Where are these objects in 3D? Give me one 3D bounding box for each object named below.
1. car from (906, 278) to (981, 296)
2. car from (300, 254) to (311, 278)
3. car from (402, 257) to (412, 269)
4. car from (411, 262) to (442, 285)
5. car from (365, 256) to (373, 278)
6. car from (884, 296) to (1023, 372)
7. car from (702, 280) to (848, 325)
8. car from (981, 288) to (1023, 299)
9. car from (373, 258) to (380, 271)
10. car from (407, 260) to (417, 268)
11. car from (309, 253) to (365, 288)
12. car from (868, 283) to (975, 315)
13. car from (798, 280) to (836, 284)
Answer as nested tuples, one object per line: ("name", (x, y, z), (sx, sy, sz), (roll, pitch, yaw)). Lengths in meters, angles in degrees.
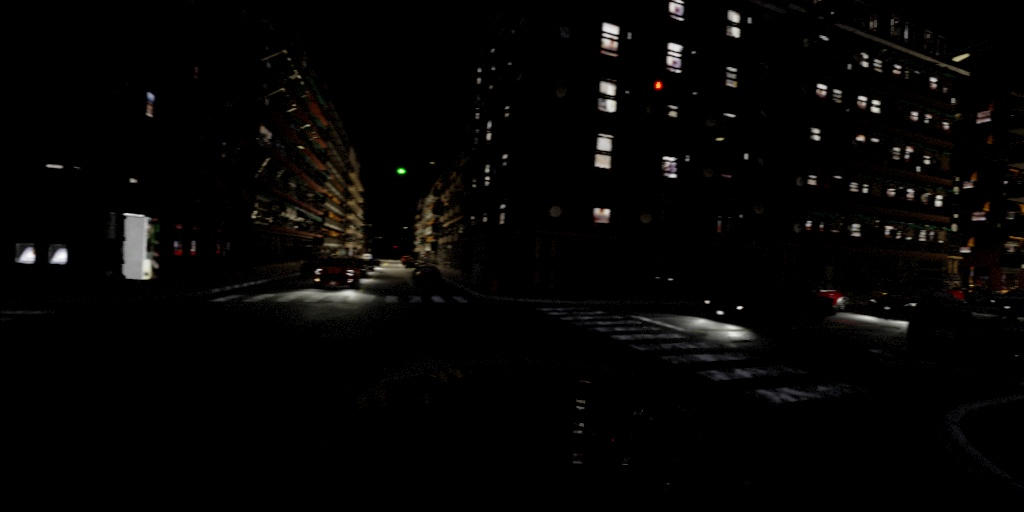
("car", (25.521, 2.281, 21.950), (5.009, 1.841, 2.192), (0, 0, -19))
("car", (-15.223, 0.705, 28.502), (2.192, 1.841, 5.009), (0, 0, -18))
("car", (-14.590, 1.212, 51.952), (1.888, 1.381, 4.507), (0, 0, -18))
("car", (-6.002, 1.334, 25.622), (1.802, 1.307, 4.207), (0, 0, -18))
("car", (-13.144, 1.002, 30.196), (1.837, 1.490, 4.892), (3, -1, -18))
("car", (12.155, 1.948, 9.139), (4.313, 1.339, 1.948), (0, 0, -19))
("car", (10.276, 1.834, 14.210), (5.357, 1.411, 2.033), (3, 0, -19))
("car", (29.998, 2.696, 20.837), (4.674, 1.442, 1.812), (3, 0, -18))
("car", (-16.676, 1.009, 41.034), (2.033, 1.411, 5.357), (3, -1, -18))
("car", (-7.719, 1.286, 30.887), (2.007, 1.370, 4.403), (0, 0, -18))
("car", (-10.267, 0.877, 21.394), (2.097, 1.767, 4.553), (3, -1, -18))
("car", (19.619, 2.231, 17.360), (4.674, 1.442, 1.812), (3, 0, -19))
("car", (14.939, 1.931, 18.389), (4.097, 1.591, 1.967), (0, 0, -19))
